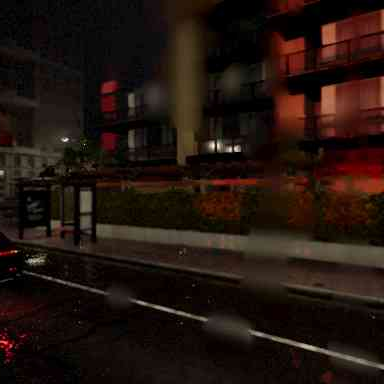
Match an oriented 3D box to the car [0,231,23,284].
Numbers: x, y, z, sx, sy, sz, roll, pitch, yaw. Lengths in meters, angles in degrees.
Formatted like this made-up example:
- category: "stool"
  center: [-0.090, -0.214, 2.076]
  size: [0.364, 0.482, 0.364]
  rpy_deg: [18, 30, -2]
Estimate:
- category: "car"
  center: [-6.165, 1.515, 8.392]
  size: [4.892, 1.490, 1.837]
  rpy_deg: [0, 0, 35]
